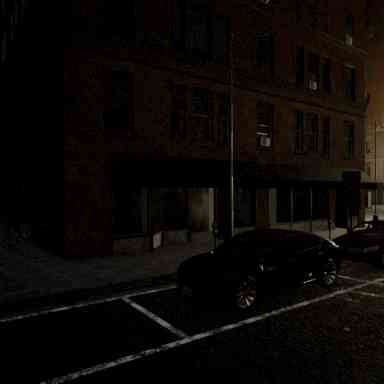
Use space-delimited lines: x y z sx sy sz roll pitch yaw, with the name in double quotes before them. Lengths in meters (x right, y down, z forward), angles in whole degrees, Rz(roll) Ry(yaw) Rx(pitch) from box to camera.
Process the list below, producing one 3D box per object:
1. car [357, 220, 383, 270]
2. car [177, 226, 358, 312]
"car" 6.189 1.582 10.912 4.206 1.307 1.802 0 0 -35
"car" 1.701 1.566 7.730 4.313 1.339 1.947 0 0 -35
